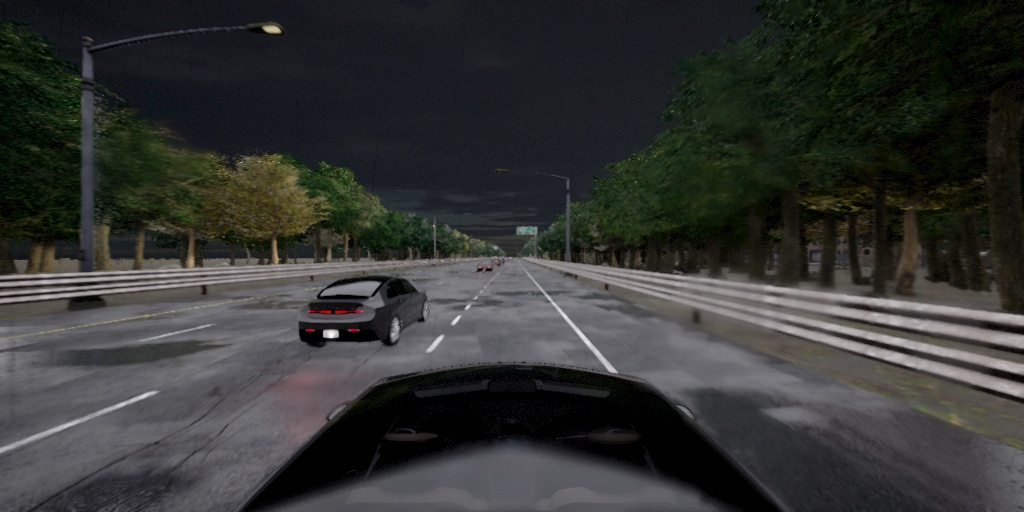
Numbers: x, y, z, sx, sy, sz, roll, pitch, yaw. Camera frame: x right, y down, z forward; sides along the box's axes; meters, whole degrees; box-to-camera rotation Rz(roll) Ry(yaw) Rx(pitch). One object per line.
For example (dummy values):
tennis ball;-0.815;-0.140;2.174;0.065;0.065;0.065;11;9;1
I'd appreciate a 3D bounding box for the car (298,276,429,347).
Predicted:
car;-3.494;1.262;9.348;1.837;1.490;4.892;0;0;0

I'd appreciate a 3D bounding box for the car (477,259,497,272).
car;-3.380;1.399;46.510;1.895;1.301;4.718;0;0;0
